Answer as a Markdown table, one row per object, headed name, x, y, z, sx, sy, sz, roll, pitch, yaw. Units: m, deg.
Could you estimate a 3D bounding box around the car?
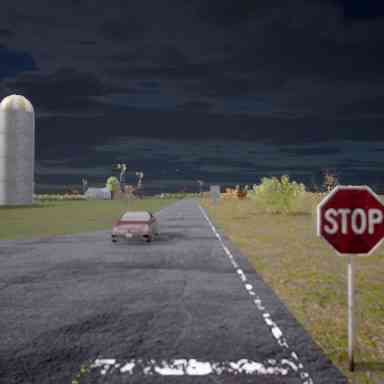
| name | x | y | z | sx | sy | sz | roll | pitch | yaw |
| --- | --- | --- | --- | --- | --- | --- | --- | --- | --- |
| car | -2.724 | 1.649 | 16.765 | 1.812 | 1.442 | 4.674 | 0 | 0 | 0 |
